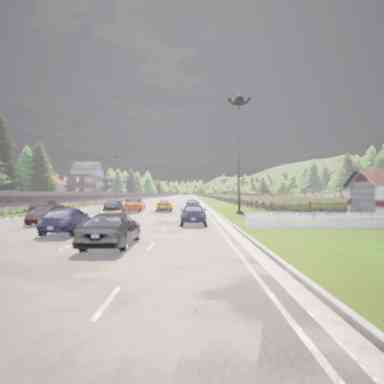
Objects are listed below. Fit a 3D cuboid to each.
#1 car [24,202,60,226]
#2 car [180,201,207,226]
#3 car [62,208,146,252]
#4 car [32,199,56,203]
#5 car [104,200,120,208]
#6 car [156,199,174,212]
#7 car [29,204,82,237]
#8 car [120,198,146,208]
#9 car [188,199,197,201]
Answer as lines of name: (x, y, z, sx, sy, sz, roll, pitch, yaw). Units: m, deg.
car: (-10.404, 1.669, 24.230, 1.994, 1.385, 4.181, 0, 0, 0)
car: (0.097, 1.632, 24.280, 1.812, 1.442, 4.674, 0, 0, 0)
car: (-3.403, 1.610, 14.187, 2.033, 1.411, 5.357, 0, 0, 0)
car: (-13.927, 1.490, 31.986, 2.097, 1.767, 4.553, 0, 0, 0)
car: (-10.408, 1.757, 44.445, 1.994, 1.385, 4.181, 0, 0, 0)
car: (-3.408, 1.661, 42.138, 1.882, 1.535, 5.008, 0, 0, 0)
car: (-6.902, 1.606, 18.473, 1.812, 1.442, 4.674, 0, 0, 0)
car: (-6.907, 1.526, 40.225, 2.097, 1.767, 4.553, 0, 0, 0)
car: (0.094, 1.720, 44.618, 1.812, 1.442, 4.674, 0, 0, 0)
